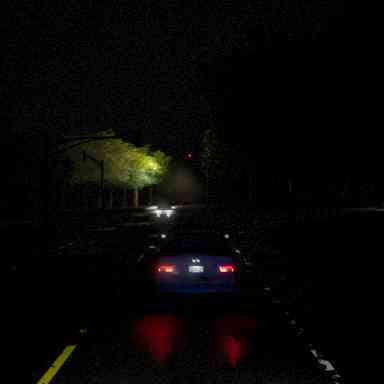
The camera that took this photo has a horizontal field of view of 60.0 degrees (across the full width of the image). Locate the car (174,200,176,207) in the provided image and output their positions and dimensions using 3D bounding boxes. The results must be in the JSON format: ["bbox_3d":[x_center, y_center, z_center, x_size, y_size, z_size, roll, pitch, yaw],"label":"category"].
[{"bbox_3d":[-4.475,2.036,65.793,2.097,1.767,4.553,0,-1,-1],"label":"car"}]

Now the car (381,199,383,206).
[{"bbox_3d":[19.964,0.666,30.339,4.892,1.490,1.837,-2,-1,2],"label":"car"}]

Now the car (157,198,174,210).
[{"bbox_3d":[-4.173,2.000,49.827,1.895,1.301,4.718,0,-1,-1],"label":"car"}]

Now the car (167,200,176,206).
[{"bbox_3d":[-4.684,2.479,76.579,1.994,1.385,4.181,0,-1,-1],"label":"car"}]

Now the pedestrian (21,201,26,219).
[{"bbox_3d":[-18.094,1.918,35.666,0.375,1.860,0.375,0,1,2],"label":"pedestrian"}]

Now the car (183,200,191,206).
[{"bbox_3d":[-1.264,2.617,80.170,1.895,1.301,4.718,0,-2,-1],"label":"car"}]

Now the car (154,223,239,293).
[{"bbox_3d":[0.089,1.550,8.997,2.033,1.411,5.357,0,0,0],"label":"car"}]
